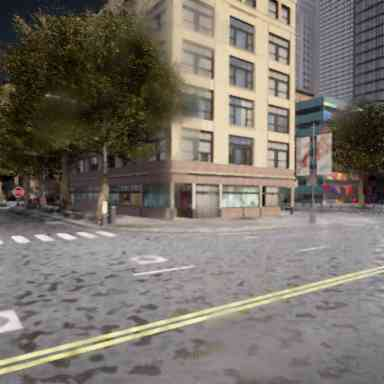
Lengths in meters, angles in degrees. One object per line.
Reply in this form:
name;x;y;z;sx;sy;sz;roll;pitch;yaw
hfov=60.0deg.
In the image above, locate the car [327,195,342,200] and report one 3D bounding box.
car;35.295;2.179;85.635;2.002;1.452;4.674;1;0;-36
